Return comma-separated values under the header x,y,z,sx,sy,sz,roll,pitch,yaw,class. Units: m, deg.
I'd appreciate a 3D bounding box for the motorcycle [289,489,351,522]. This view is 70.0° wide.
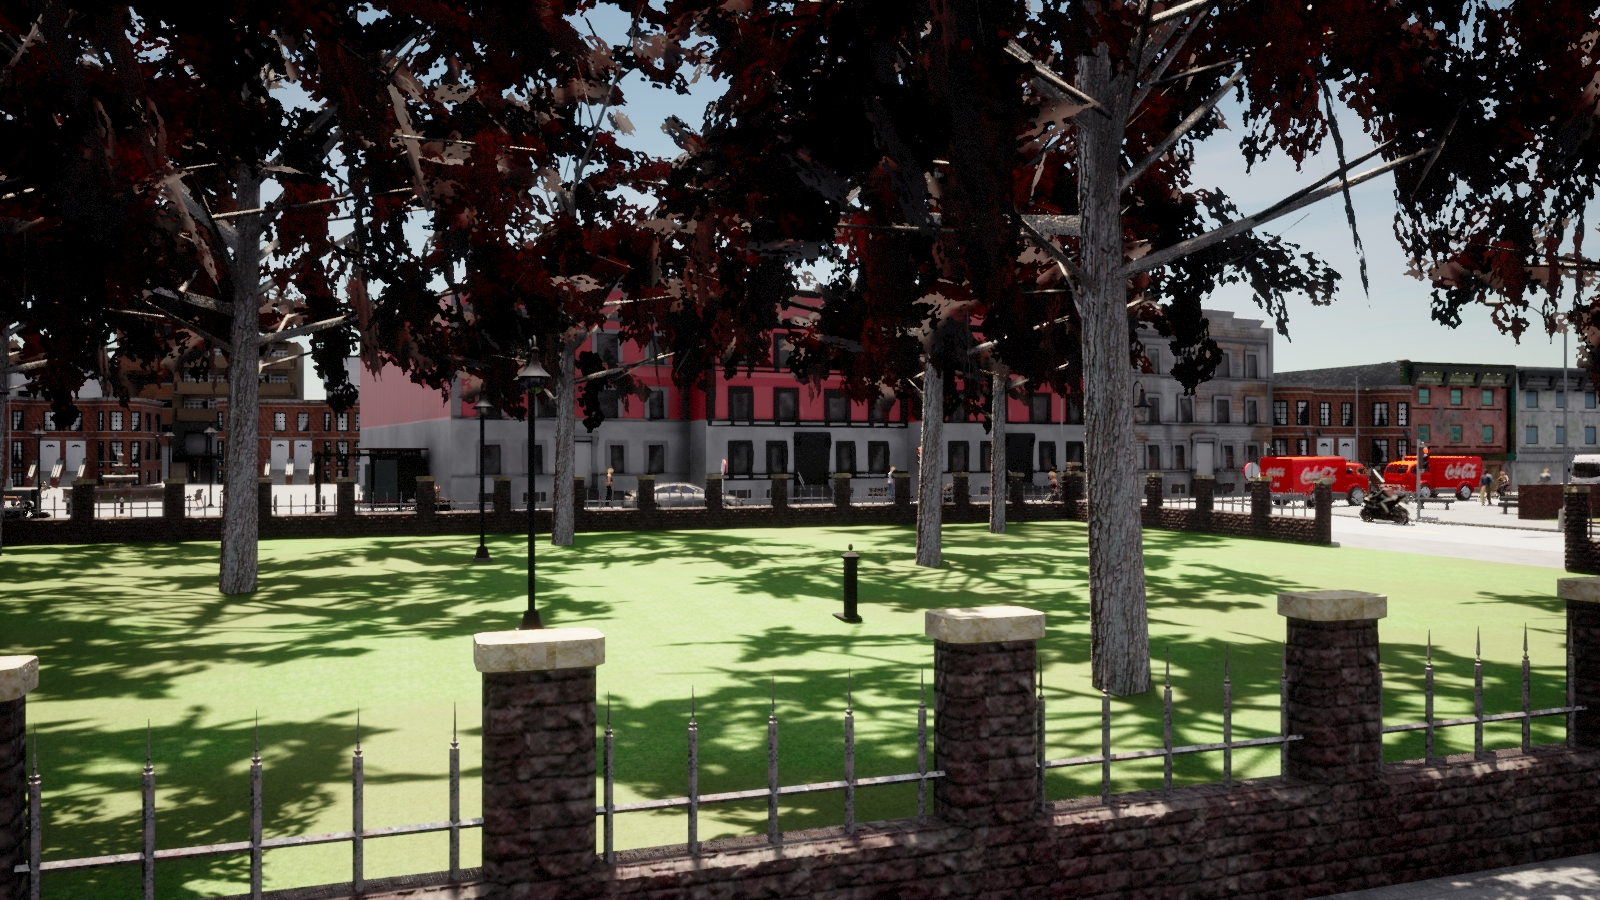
x,y,z,sx,sy,sz,roll,pitch,yaw,class
-17.360,1.993,41.391,2.033,1.145,0.803,0,0,-19,motorcycle

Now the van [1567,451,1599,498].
x,y,z,sx,sy,sz,roll,pitch,yaw,class
45.368,1.314,62.905,5.915,2.561,1.988,0,0,-19,van

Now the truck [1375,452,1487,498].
x,y,z,sx,sy,sz,roll,pitch,yaw,class
35.004,1.348,63.458,5.204,2.467,2.627,0,0,-19,truck

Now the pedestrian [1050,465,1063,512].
x,y,z,sx,sy,sz,roll,pitch,yaw,class
10.192,1.525,45.468,0.375,1.860,0.375,0,0,-16,pedestrian

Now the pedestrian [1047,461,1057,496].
x,y,z,sx,sy,sz,roll,pitch,yaw,class
13.574,1.524,61.514,0.375,1.860,0.375,0,0,-21,pedestrian

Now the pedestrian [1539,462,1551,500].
x,y,z,sx,sy,sz,roll,pitch,yaw,class
36.360,1.515,55.759,0.375,1.860,0.375,0,0,-25,pedestrian

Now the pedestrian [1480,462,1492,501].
x,y,z,sx,sy,sz,roll,pitch,yaw,class
32.782,1.517,54.609,0.375,1.860,0.375,0,0,-28,pedestrian

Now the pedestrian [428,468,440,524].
x,y,z,sx,sy,sz,roll,pitch,yaw,class
-12.197,1.523,38.058,0.375,1.860,0.375,0,0,-19,pedestrian

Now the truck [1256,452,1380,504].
x,y,z,sx,sy,sz,roll,pitch,yaw,class
25.616,1.349,56.554,5.204,2.467,2.627,0,0,-19,truck

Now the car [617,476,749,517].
x,y,z,sx,sy,sz,roll,pitch,yaw,class
-4.677,1.827,45.707,4.902,1.511,2.128,0,0,-19,car

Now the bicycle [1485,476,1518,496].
x,y,z,sx,sy,sz,roll,pitch,yaw,class
40.060,2.036,65.248,1.487,1.080,0.859,0,0,-18,bicycle

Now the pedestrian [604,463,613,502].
x,y,z,sx,sy,sz,roll,pitch,yaw,class
-9.003,1.524,53.711,0.375,1.860,0.375,0,0,-18,pedestrian

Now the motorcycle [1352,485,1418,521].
x,y,z,sx,sy,sz,roll,pitch,yaw,class
22.159,1.985,43.344,0.867,1.251,2.209,0,0,-20,motorcycle

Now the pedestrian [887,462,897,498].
x,y,z,sx,sy,sz,roll,pitch,yaw,class
4.707,1.523,58.612,0.375,1.860,0.375,0,0,-17,pedestrian
